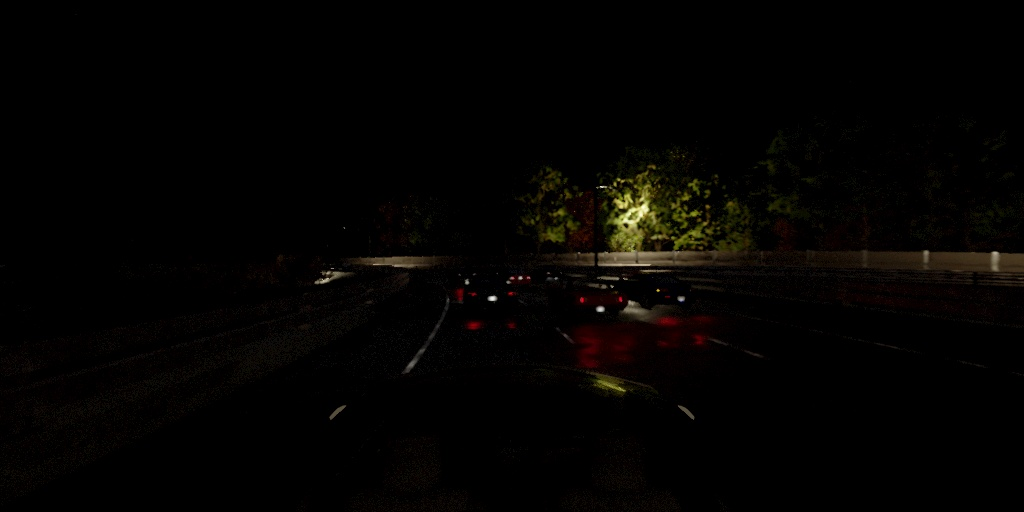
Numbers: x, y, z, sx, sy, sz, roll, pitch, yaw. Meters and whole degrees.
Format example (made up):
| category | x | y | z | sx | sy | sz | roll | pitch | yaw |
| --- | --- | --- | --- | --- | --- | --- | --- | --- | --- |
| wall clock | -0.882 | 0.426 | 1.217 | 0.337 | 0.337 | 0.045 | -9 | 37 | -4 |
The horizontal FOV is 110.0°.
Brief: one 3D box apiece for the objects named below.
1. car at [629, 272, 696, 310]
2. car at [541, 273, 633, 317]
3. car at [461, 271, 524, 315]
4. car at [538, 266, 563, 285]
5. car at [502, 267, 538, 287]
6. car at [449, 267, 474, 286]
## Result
| category | x | y | z | sx | sy | sz | roll | pitch | yaw |
| --- | --- | --- | --- | --- | --- | --- | --- | --- | --- |
| car | 5.967 | 1.434 | 15.585 | 1.812 | 1.442 | 4.674 | 0 | -1 | -8 |
| car | 2.658 | 1.504 | 14.027 | 1.895 | 1.301 | 4.718 | 0 | -1 | -7 |
| car | -0.955 | 1.492 | 14.560 | 1.994 | 1.385 | 4.181 | 0 | -1 | -8 |
| car | 2.831 | 1.620 | 30.840 | 2.128 | 1.511 | 4.902 | 0 | -1 | -16 |
| car | 0.005 | 1.650 | 27.953 | 2.033 | 1.411 | 5.357 | 0 | -1 | -14 |
| car | -3.989 | 1.629 | 29.227 | 2.128 | 1.511 | 4.902 | 0 | -1 | -16 |
